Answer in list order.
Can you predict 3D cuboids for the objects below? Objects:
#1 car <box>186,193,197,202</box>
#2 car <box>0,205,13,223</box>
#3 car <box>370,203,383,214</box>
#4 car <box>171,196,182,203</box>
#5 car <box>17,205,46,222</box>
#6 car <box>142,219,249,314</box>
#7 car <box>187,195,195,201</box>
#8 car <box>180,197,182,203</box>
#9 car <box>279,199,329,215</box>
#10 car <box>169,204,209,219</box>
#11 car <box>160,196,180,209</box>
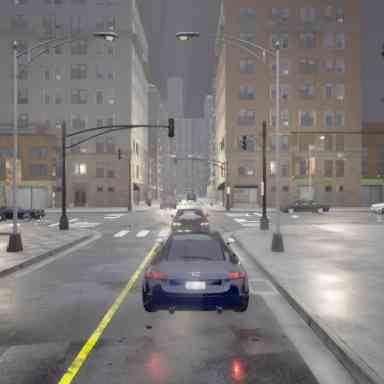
[{"bbox_3d":[-0.160,1.271,76.198,2.150,2.045,5.566,0,0,0],"label":"car"},{"bbox_3d":[-15.248,1.614,23.069,4.181,1.385,1.994,0,0,0],"label":"car"},{"bbox_3d":[20.384,1.437,33.275,4.674,1.442,1.812,0,0,-1],"label":"car"},{"bbox_3d":[-3.131,1.531,69.152,2.128,1.511,4.902,0,0,0],"label":"car"},{"bbox_3d":[-14.181,1.647,26.325,4.718,1.301,1.895,0,0,0],"label":"car"},{"bbox_3d":[0.075,1.564,7.687,1.994,1.385,4.181,0,0,0],"label":"car"},{"bbox_3d":[-0.205,1.579,86.587,2.128,1.511,4.902,0,0,0],"label":"car"},{"bbox_3d":[-3.162,1.531,55.656,1.837,1.490,4.892,0,0,0],"label":"car"},{"bbox_3d":[11.122,1.448,33.212,4.892,1.490,1.837,0,0,0],"label":"car"},{"bbox_3d":[-0.105,1.525,16.431,1.812,1.442,4.674,0,0,-2],"label":"car"},{"bbox_3d":[-3.116,1.366,44.604,2.097,1.767,4.553,0,0,0],"label":"car"}]
